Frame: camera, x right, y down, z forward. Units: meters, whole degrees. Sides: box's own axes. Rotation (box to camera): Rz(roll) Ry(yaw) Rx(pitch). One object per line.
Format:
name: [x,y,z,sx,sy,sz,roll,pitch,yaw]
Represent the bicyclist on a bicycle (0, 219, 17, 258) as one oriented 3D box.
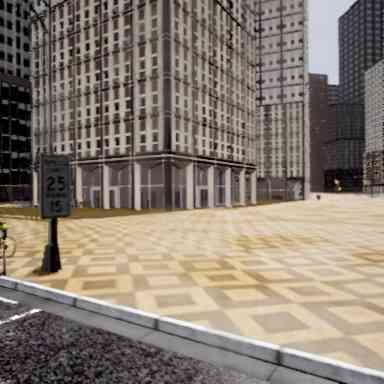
bicyclist on a bicycle: [-5.989,1.239,9.853,0.582,1.620,1.656,0,0,33]
